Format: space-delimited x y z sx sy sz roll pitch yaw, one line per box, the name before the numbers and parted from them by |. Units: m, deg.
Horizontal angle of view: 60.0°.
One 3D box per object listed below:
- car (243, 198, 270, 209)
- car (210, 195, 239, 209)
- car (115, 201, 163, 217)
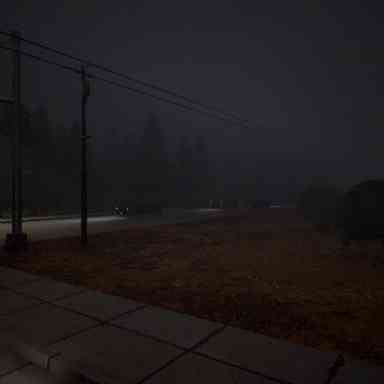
car | 8.428 1.467 43.024 1.895 1.301 4.718 0 0 37
car | 4.242 1.238 43.546 2.097 1.767 4.553 0 0 37
car | -4.932 1.567 31.210 1.895 1.301 4.718 0 0 37
